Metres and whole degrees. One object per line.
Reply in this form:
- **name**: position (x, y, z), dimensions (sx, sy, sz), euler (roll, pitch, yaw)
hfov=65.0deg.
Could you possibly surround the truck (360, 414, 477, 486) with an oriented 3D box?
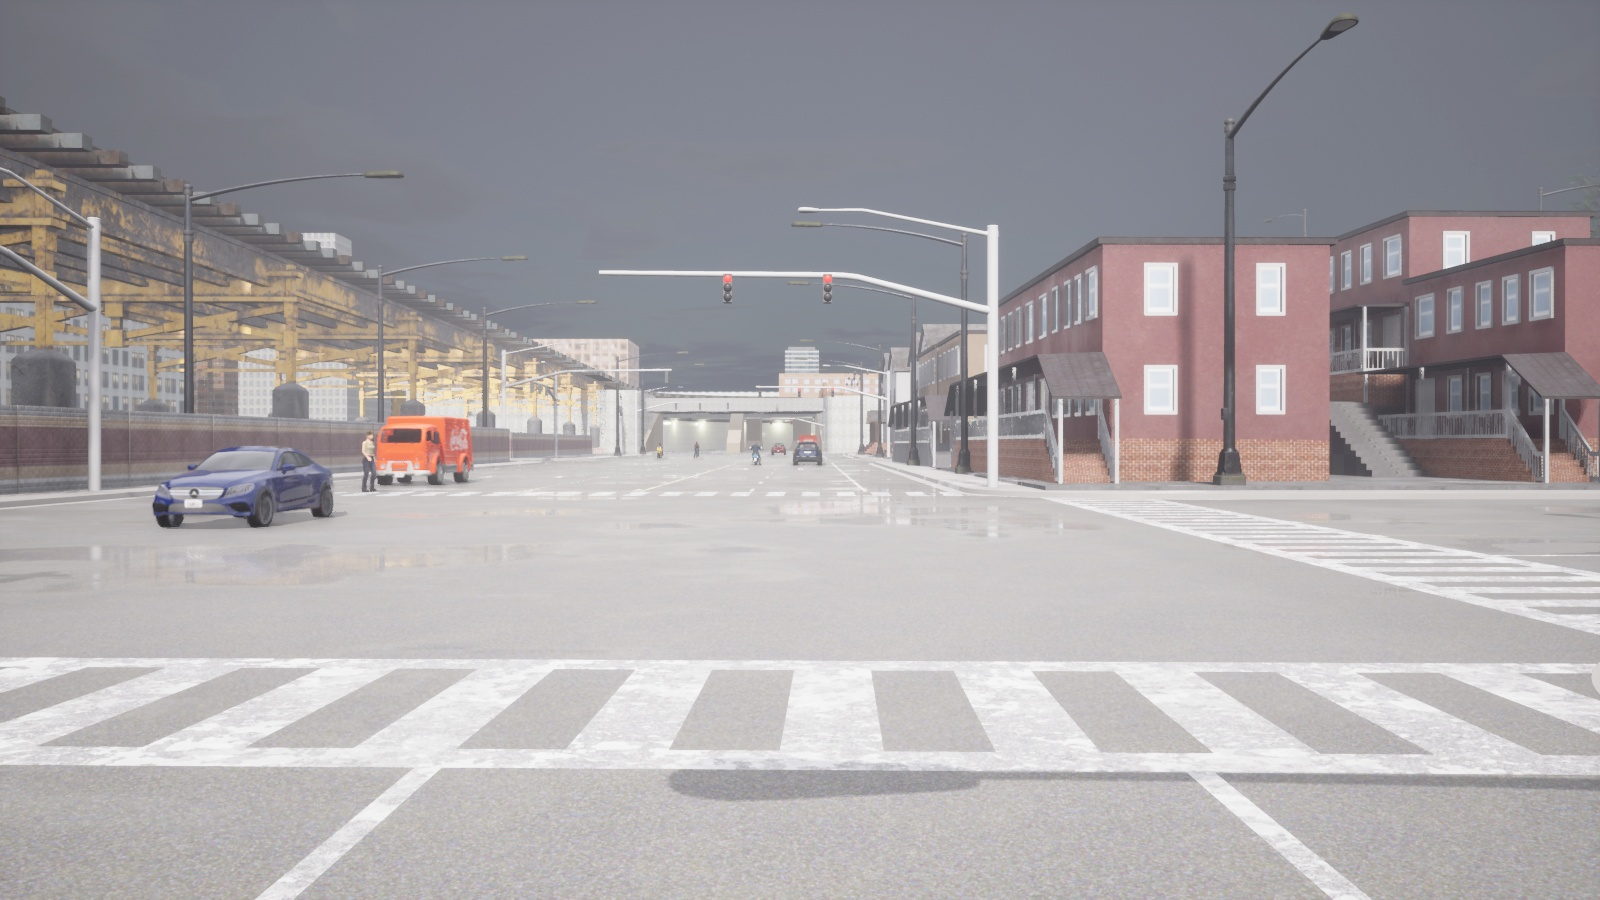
- **truck**: position (-13.715, -0.009, 45.541), dimensions (2.627, 2.467, 5.204), euler (0, 0, 0)

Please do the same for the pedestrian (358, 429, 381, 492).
- **pedestrian**: position (-12.776, 0.311, 37.287), dimensions (0.594, 1.836, 0.345), euler (0, 0, 28)

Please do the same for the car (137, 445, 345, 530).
- **car**: position (-10.344, 0.630, 23.677), dimensions (1.812, 1.442, 4.674), euler (0, 0, 0)

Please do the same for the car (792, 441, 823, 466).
- **car**: position (0.515, 0.201, 84.301), dimensions (2.033, 1.649, 4.856), euler (0, 0, 0)
